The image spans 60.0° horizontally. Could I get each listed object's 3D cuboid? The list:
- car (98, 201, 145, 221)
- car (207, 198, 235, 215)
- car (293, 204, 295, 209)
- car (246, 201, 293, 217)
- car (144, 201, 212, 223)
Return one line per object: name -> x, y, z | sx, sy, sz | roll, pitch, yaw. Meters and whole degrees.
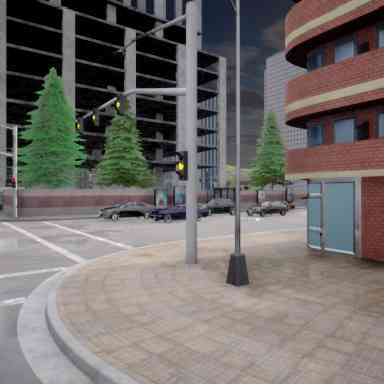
car -> -5.295, 1.547, 27.576 | 4.902, 1.511, 2.128 | 0, 0, -35
car -> 2.187, 1.407, 32.876 | 4.553, 1.767, 2.097 | 0, 0, -35
car -> 9.582, 1.656, 38.117 | 4.718, 1.301, 1.895 | 0, 0, -35
car -> 7.345, 1.581, 32.236 | 4.674, 1.442, 1.812 | 0, 0, -35
car -> -1.032, 1.656, 26.307 | 4.718, 1.301, 1.895 | 0, 0, -35
